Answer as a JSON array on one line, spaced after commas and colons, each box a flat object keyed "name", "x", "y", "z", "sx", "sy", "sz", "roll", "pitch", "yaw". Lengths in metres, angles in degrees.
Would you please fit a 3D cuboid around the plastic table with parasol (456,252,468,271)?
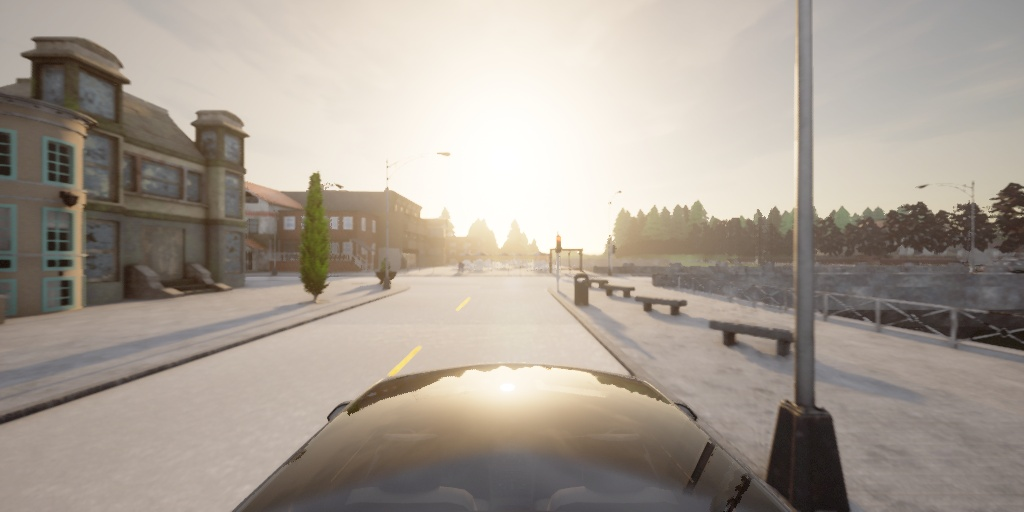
[{"name": "plastic table with parasol", "x": -7.126, "y": 0.667, "z": 55.463, "sx": 2.482, "sy": 2.480, "sz": 2.482, "roll": 0, "pitch": 0, "yaw": 0}]

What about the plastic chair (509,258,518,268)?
[{"name": "plastic chair", "x": 0.144, "y": 1.271, "z": 55.753, "sx": 0.730, "sy": 1.272, "sz": 0.750, "roll": 0, "pitch": 0, "yaw": 0}]

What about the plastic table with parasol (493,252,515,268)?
[{"name": "plastic table with parasol", "x": -1.206, "y": 0.667, "z": 55.853, "sx": 2.482, "sy": 2.480, "sz": 2.482, "roll": 0, "pitch": 0, "yaw": 0}]

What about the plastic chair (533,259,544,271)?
[{"name": "plastic chair", "x": 3.444, "y": 1.272, "z": 46.853, "sx": 0.750, "sy": 1.272, "sz": 0.730, "roll": 0, "pitch": 0, "yaw": 0}]

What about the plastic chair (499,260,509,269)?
[{"name": "plastic chair", "x": -1.256, "y": 1.271, "z": 54.653, "sx": 0.750, "sy": 1.272, "sz": 0.730, "roll": 0, "pitch": 0, "yaw": 0}]

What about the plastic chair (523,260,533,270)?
[{"name": "plastic chair", "x": 2.244, "y": 1.272, "z": 48.153, "sx": 0.730, "sy": 1.272, "sz": 0.750, "roll": 0, "pitch": 0, "yaw": 0}]

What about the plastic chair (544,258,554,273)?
[{"name": "plastic chair", "x": 4.844, "y": 1.272, "z": 47.952, "sx": 0.730, "sy": 1.272, "sz": 0.750, "roll": 0, "pitch": 0, "yaw": 0}]

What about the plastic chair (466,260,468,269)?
[{"name": "plastic chair", "x": -5.556, "y": 1.272, "z": 48.953, "sx": 0.730, "sy": 1.272, "sz": 0.750, "roll": 0, "pitch": 0, "yaw": 0}]

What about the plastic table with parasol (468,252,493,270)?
[{"name": "plastic table with parasol", "x": -4.236, "y": 0.668, "z": 48.873, "sx": 2.482, "sy": 2.480, "sz": 2.482, "roll": 0, "pitch": 0, "yaw": 0}]

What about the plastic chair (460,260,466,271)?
[{"name": "plastic chair", "x": -7.052, "y": 1.271, "z": 54.285, "sx": 0.750, "sy": 1.272, "sz": 0.730, "roll": 0, "pitch": 0, "yaw": -1}]

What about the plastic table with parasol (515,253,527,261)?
[{"name": "plastic table with parasol", "x": 1.165, "y": 0.665, "z": 63.463, "sx": 2.482, "sy": 2.480, "sz": 2.482, "roll": 0, "pitch": 0, "yaw": 0}]

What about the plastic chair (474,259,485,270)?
[{"name": "plastic chair", "x": -4.356, "y": 1.272, "z": 47.653, "sx": 0.750, "sy": 1.272, "sz": 0.730, "roll": 0, "pitch": 0, "yaw": 0}]

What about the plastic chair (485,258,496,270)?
[{"name": "plastic chair", "x": -2.956, "y": 1.272, "z": 48.753, "sx": 0.730, "sy": 1.272, "sz": 0.750, "roll": 0, "pitch": 0, "yaw": 0}]

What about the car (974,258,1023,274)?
[{"name": "car", "x": 41.118, "y": 1.043, "z": 28.958, "sx": 4.553, "sy": 1.767, "sz": 2.097, "roll": 0, "pitch": 0, "yaw": 0}]

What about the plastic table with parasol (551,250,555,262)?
[{"name": "plastic table with parasol", "x": 4.994, "y": 0.667, "z": 56.752, "sx": 2.482, "sy": 2.480, "sz": 2.482, "roll": 0, "pitch": 0, "yaw": 0}]

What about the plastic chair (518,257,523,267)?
[{"name": "plastic chair", "x": 1.048, "y": 1.270, "z": 62.284, "sx": 0.750, "sy": 1.272, "sz": 0.730, "roll": 0, "pitch": 0, "yaw": -1}]

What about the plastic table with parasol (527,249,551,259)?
[{"name": "plastic table with parasol", "x": 3.584, "y": 0.668, "z": 48.123, "sx": 2.482, "sy": 2.480, "sz": 2.482, "roll": 0, "pitch": 0, "yaw": 0}]
